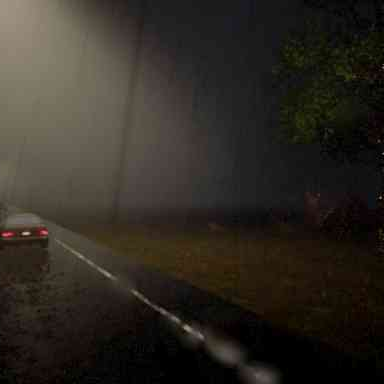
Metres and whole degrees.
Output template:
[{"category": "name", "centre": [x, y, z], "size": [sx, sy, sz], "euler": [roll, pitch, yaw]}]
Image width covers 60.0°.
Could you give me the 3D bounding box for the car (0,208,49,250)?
[{"category": "car", "centre": [-7.677, 1.657, 14.919], "size": [2.033, 1.411, 5.357], "euler": [1, -1, -31]}]

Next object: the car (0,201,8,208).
[{"category": "car", "centre": [-25.239, 1.839, 43.588], "size": [2.033, 1.411, 5.357], "euler": [1, -1, -30]}]
